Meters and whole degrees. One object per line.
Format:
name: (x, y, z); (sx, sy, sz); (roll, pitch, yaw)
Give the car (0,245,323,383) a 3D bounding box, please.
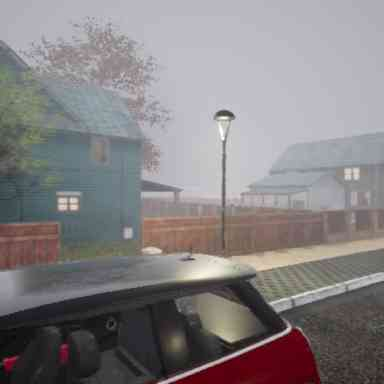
car: (-1.165, 1.357, 2.235); (4.553, 1.767, 2.097); (1, -1, -36)
